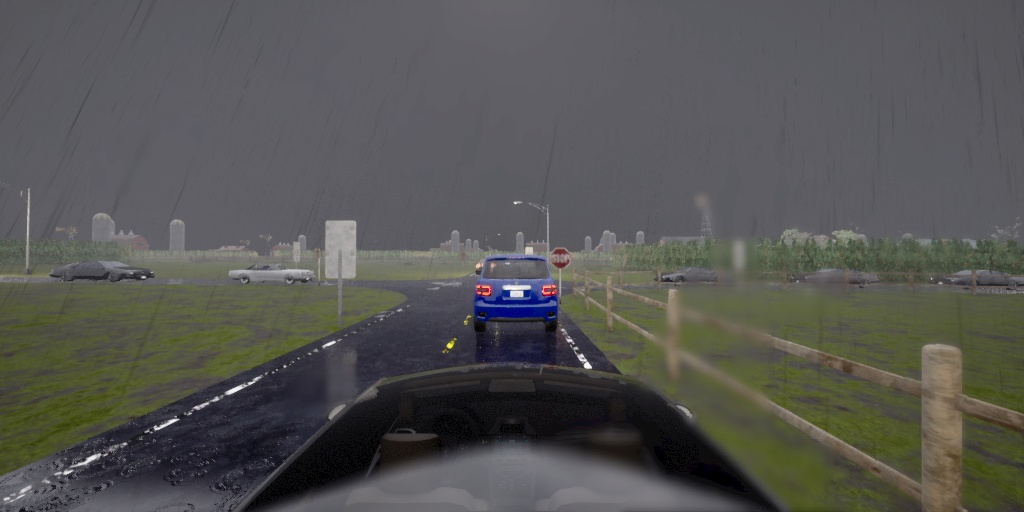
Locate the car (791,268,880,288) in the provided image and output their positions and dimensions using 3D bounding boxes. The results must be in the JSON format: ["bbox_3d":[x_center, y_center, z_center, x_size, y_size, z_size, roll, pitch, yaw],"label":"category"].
[{"bbox_3d":[23.979,1.611,26.625,5.357,1.411,2.033,1,-1,0],"label":"car"}]

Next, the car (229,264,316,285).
[{"bbox_3d":[-15.714,1.172,23.733,4.718,1.301,1.895,1,-1,0],"label":"car"}]

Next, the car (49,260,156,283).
[{"bbox_3d":[-27.048,0.999,23.747,5.357,1.411,2.033,1,-1,0],"label":"car"}]

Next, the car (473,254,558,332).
[{"bbox_3d":[0.057,0.973,11.010,2.150,2.045,5.566,0,0,-1],"label":"car"}]

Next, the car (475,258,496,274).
[{"bbox_3d":[-2.925,1.090,40.656,2.097,1.767,4.553,0,0,0],"label":"car"}]

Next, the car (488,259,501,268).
[{"bbox_3d":[-2.954,1.264,61.219,2.033,1.411,5.357,0,0,0],"label":"car"}]

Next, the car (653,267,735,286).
[{"bbox_3d":[13.459,1.487,26.618,5.357,1.411,2.033,1,-1,-1],"label":"car"}]

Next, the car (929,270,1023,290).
[{"bbox_3d":[34.556,1.739,26.604,5.357,1.411,2.033,1,-1,0],"label":"car"}]
